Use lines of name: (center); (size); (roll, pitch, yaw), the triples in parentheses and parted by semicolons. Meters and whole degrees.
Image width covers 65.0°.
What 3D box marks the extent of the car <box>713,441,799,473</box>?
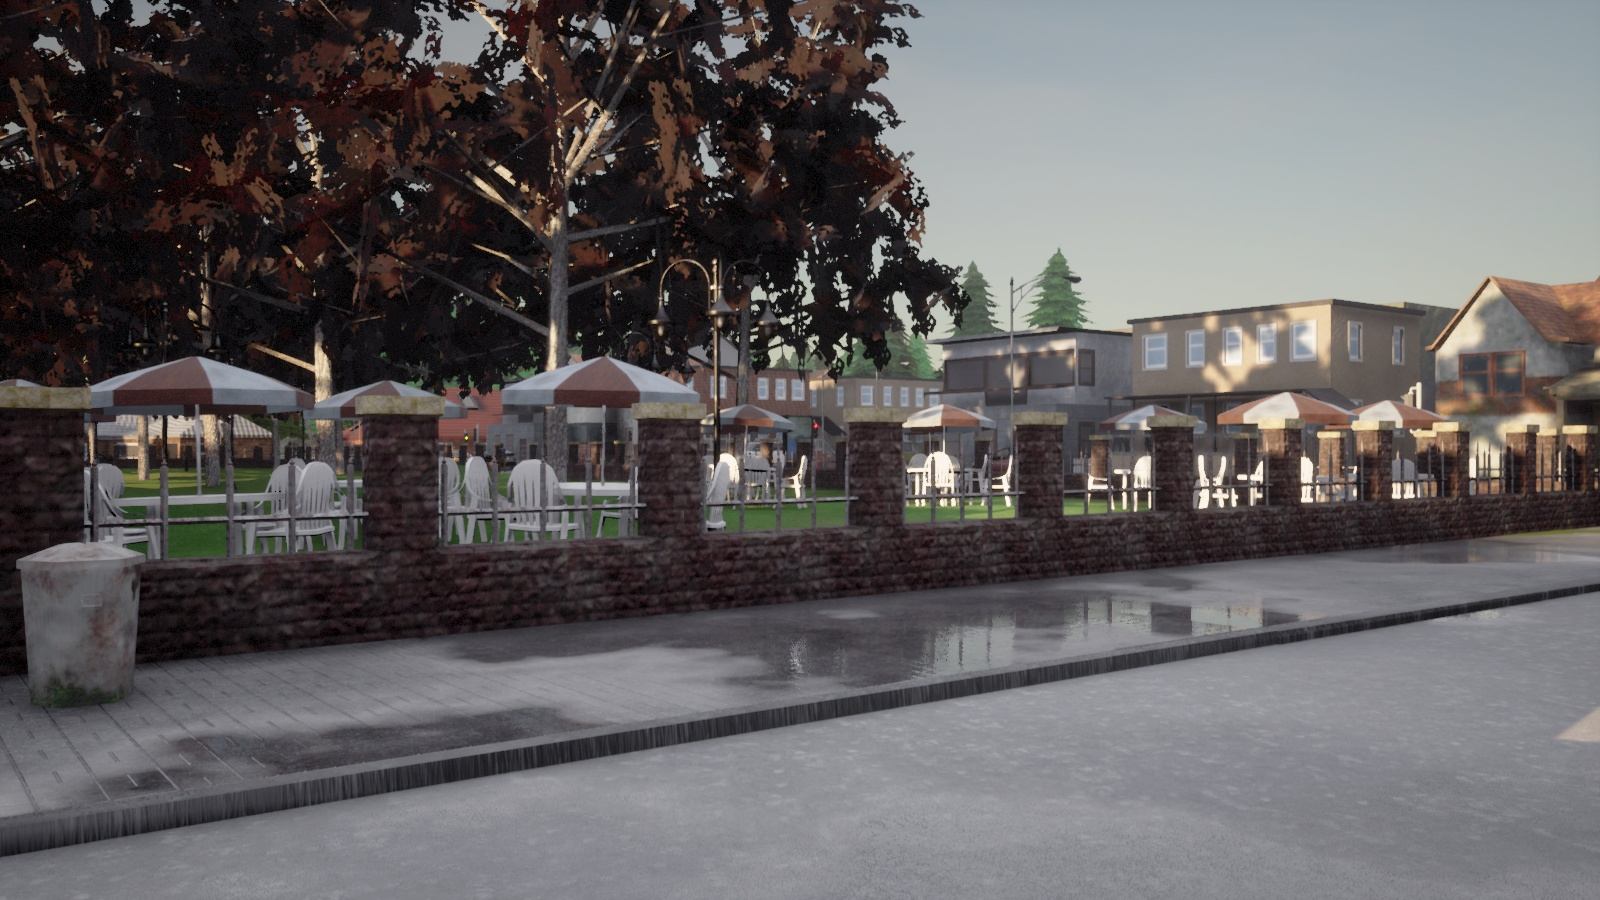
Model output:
car: (-2.909, 0.446, 84.523); (5.566, 2.045, 2.150); (0, 0, -37)

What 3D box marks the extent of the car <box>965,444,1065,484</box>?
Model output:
car: (9.081, 0.572, 53.351); (1.851, 1.617, 3.988); (0, 0, -37)

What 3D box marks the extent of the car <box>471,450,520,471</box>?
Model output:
car: (-23.385, 0.782, 96.240); (2.007, 1.525, 4.514); (0, 0, -37)

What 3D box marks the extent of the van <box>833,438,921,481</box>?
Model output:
van: (3.651, 0.453, 60.518); (1.775, 1.987, 4.442); (0, 0, -37)
